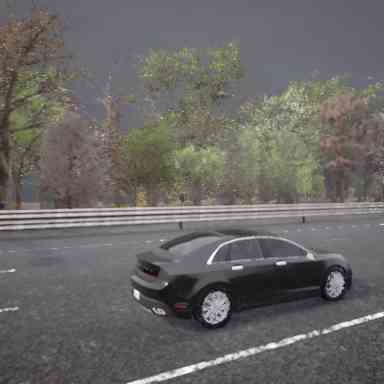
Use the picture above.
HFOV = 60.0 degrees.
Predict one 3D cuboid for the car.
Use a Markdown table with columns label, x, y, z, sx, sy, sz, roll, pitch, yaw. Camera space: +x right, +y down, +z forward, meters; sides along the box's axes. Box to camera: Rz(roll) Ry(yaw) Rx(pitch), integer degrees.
| label | x | y | z | sx | sy | sz | roll | pitch | yaw |
| --- | --- | --- | --- | --- | --- | --- | --- | --- | --- |
| car | 1.184 | 1.517 | 6.852 | 4.892 | 1.490 | 1.837 | 0 | 0 | -28 |
